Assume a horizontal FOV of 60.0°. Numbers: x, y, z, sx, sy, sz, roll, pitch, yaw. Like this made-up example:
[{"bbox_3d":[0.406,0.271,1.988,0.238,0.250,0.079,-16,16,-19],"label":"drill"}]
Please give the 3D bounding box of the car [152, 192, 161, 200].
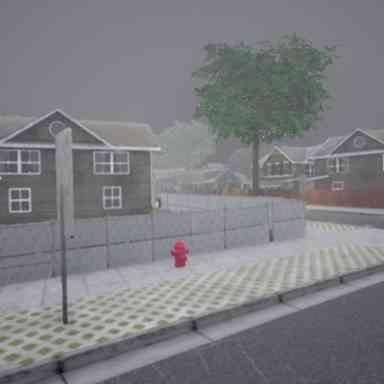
[{"bbox_3d":[-6.212,0.712,56.064,2.128,1.511,4.902,-1,1,-22],"label":"car"}]
